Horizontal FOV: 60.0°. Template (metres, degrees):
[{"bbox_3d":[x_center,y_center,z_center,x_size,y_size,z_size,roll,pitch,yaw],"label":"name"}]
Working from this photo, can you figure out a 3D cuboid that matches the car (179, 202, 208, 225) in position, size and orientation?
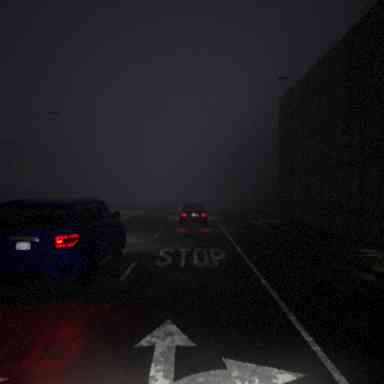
[{"bbox_3d":[0.104,1.377,22.138,2.033,1.411,5.357,0,0,0],"label":"car"}]

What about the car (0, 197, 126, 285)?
[{"bbox_3d":[-3.396,1.150,9.373,2.150,2.045,5.566,0,1,0],"label":"car"}]
